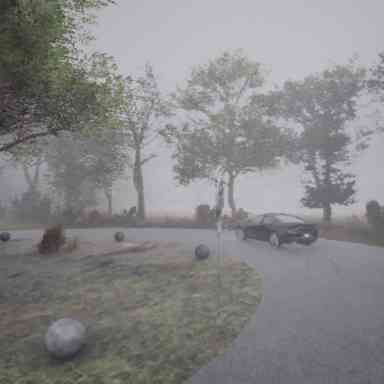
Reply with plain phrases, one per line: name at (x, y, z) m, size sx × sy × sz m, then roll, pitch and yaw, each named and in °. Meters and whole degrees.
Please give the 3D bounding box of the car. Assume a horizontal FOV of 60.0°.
car at (4.027, 1.803, 16.673) m, size 1.882 × 1.535 × 5.008 m, roll 1°, pitch -2°, yaw -22°
